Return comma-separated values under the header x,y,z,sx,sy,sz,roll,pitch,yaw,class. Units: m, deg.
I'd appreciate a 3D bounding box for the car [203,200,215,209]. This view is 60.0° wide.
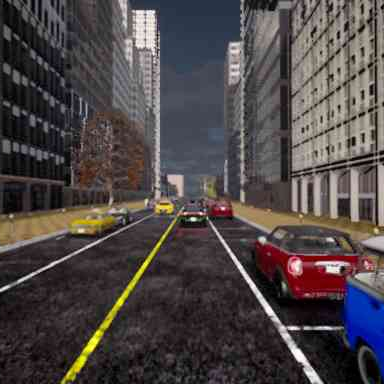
x,y,z,sx,sy,sz,roll,pitch,yaw,class
2.680,1.977,53.994,1.752,1.417,4.829,0,0,0,car

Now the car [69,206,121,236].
x,y,z,sx,sy,sz,roll,pitch,yaw,class
-5.692,1.695,19.511,1.752,1.417,4.829,0,0,0,car

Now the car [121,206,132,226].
x,y,z,sx,sy,sz,roll,pitch,yaw,class
-5.694,1.770,25.374,2.008,1.369,4.403,0,0,0,car

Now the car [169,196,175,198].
x,y,z,sx,sy,sz,roll,pitch,yaw,class
-5.707,2.175,76.603,2.008,1.369,4.403,0,0,0,car

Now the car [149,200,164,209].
x,y,z,sx,sy,sz,roll,pitch,yaw,class
-5.701,2.016,53.835,1.947,1.339,4.313,0,0,0,car

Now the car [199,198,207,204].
x,y,z,sx,sy,sz,roll,pitch,yaw,class
2.673,2.233,82.285,1.947,1.339,4.313,0,0,0,car

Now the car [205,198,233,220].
x,y,z,sx,sy,sz,roll,pitch,yaw,class
2.687,1.582,31.059,2.192,1.841,5.009,0,0,0,car

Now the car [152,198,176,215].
x,y,z,sx,sy,sz,roll,pitch,yaw,class
-3.103,1.804,38.324,1.882,1.535,5.008,0,-1,0,car

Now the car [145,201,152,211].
x,y,z,sx,sy,sz,roll,pitch,yaw,class
-5.699,1.956,48.143,2.008,1.369,4.403,0,0,0,car

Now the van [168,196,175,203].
x,y,z,sx,sy,sz,roll,pitch,yaw,class
-5.710,2.092,93.682,1.690,1.788,3.998,0,0,0,van

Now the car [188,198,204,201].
x,y,z,sx,sy,sz,roll,pitch,yaw,class
0.090,1.782,41.713,2.033,1.649,4.856,0,-1,0,car

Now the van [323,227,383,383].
x,y,z,sx,sy,sz,roll,pitch,yaw,class
2.693,1.366,2.600,1.690,1.788,3.998,0,-1,0,van

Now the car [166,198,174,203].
x,y,z,sx,sy,sz,roll,pitch,yaw,class
-5.709,2.254,87.987,1.887,1.381,4.507,0,0,0,car

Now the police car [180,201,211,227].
x,y,z,sx,sy,sz,roll,pitch,yaw,class
0.093,1.717,25.118,2.038,1.542,4.974,0,-1,0,police car

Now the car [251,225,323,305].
x,y,z,sx,sy,sz,roll,pitch,yaw,class
2.691,1.515,8.290,1.967,1.590,4.097,0,0,0,car

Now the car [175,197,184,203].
x,y,z,sx,sy,sz,roll,pitch,yaw,class
-3.020,1.851,78.823,1.895,1.301,4.718,0,0,0,car
